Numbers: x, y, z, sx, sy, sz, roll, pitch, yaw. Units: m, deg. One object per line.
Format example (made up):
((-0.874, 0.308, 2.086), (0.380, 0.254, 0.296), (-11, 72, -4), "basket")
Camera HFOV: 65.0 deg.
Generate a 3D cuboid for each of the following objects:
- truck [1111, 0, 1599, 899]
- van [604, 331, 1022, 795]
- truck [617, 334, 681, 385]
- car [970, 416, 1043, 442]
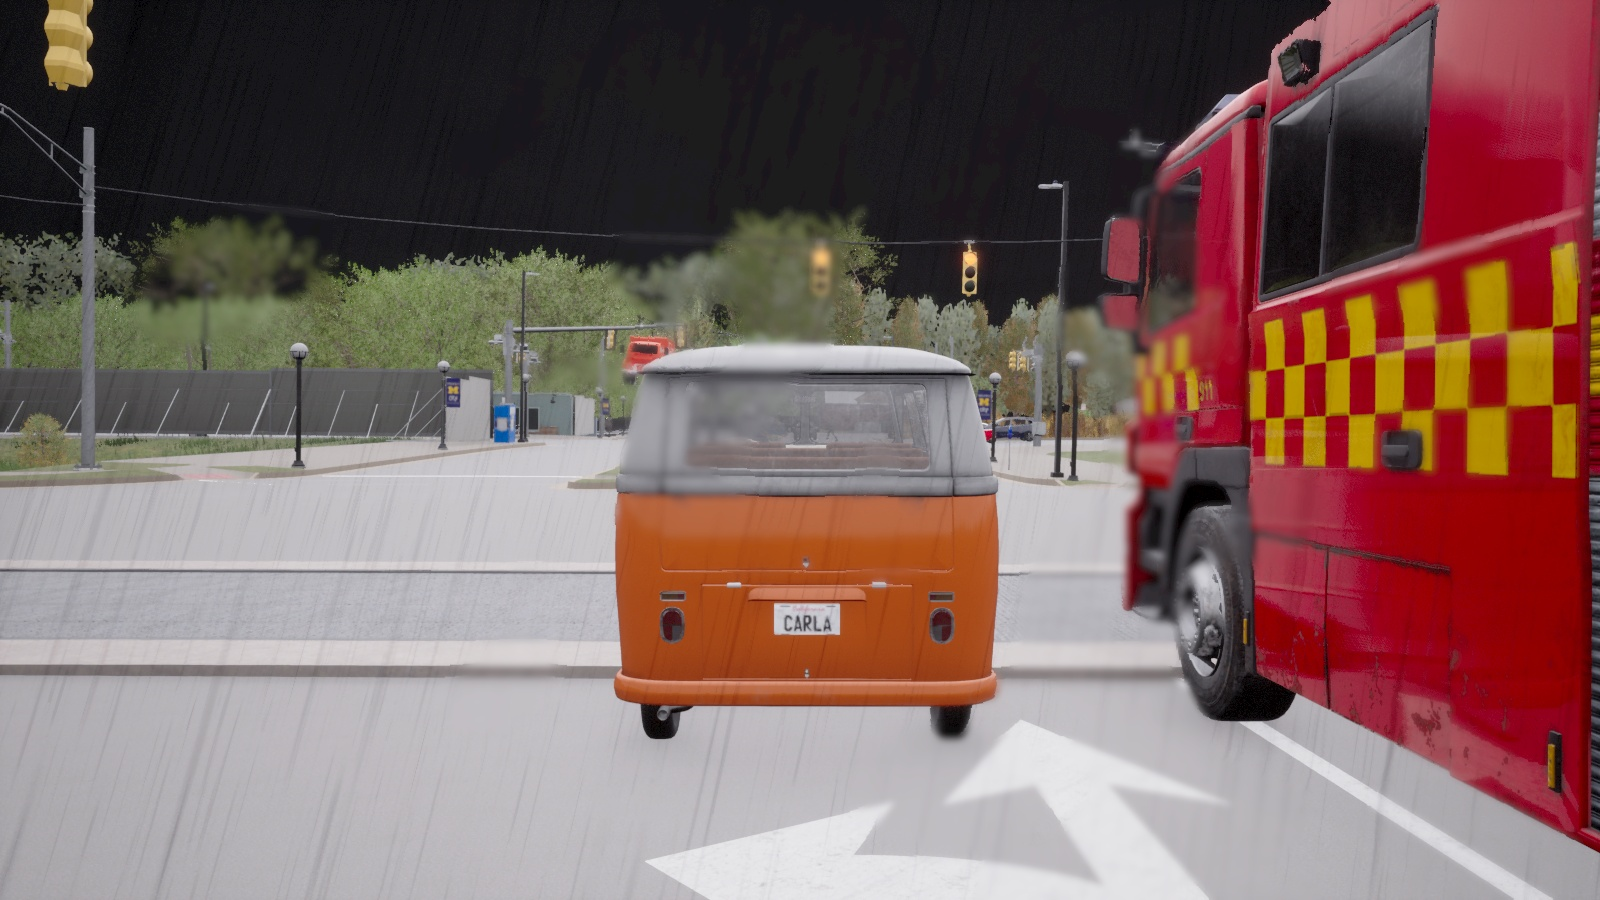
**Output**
((3.567, -0.440, 4.371), (2.891, 3.827, 8.468), (0, 0, 0), "truck")
((0.055, 0.406, 7.595), (1.775, 1.987, 4.442), (0, 2, 0), "van")
((-8.160, -4.874, 68.440), (2.627, 2.467, 5.204), (3, 2, 1), "truck")
((14.024, -1.456, 85.496), (4.611, 1.667, 2.242), (-1, 2, 0), "car")
